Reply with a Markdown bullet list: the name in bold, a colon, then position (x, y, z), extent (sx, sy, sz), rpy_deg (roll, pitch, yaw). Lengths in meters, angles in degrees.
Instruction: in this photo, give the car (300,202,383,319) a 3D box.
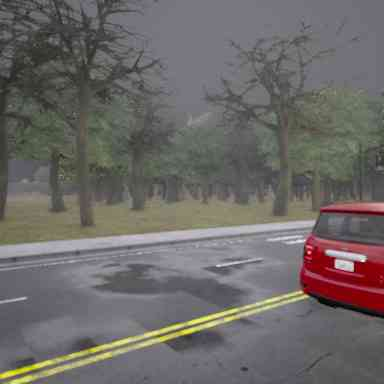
- **car**: position (4.526, 1.218, 6.667), extent (5.566, 2.045, 2.150), rpy_deg (0, 0, -35)
